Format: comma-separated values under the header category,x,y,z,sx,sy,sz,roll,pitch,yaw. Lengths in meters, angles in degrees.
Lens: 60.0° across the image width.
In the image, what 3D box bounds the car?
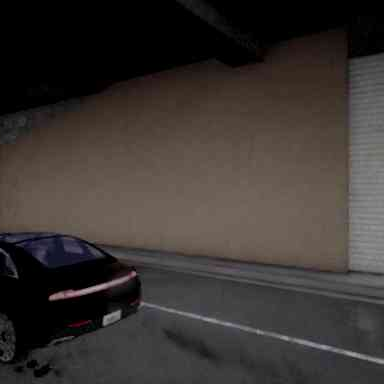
category,x,y,z,sx,sy,sz,roll,pitch,yaw
car,-3.074,1.463,5.801,4.902,1.511,2.128,0,0,34
